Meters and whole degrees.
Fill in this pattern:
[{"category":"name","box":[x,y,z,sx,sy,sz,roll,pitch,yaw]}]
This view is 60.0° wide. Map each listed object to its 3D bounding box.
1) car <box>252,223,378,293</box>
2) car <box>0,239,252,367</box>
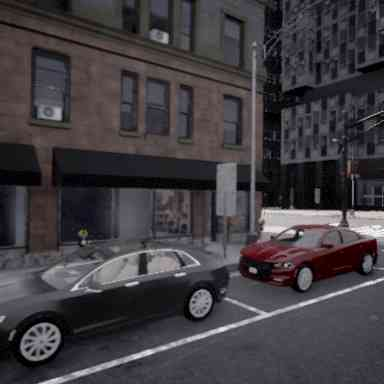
[{"category":"car","box":[3.242,1.560,8.958,4.507,1.381,1.887,0,1,-36]},{"category":"car","box":[-1.322,1.555,5.697,4.403,1.369,2.008,0,1,-36]}]
